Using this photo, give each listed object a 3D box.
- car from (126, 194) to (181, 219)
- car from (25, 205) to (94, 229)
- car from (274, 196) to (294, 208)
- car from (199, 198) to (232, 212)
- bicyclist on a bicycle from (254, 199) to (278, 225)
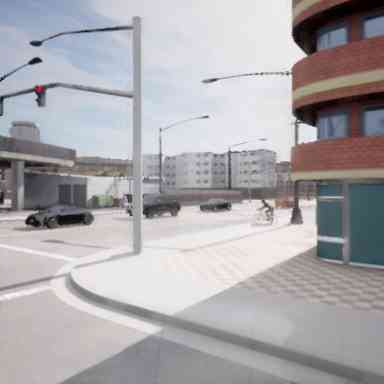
[{"bbox_3d":[-3.229,1.196,29.236,2.150,2.045,5.566,0,0,35],"label":"car"},{"bbox_3d":[-8.478,1.539,21.571,1.994,1.385,4.181,0,0,34],"label":"car"},{"bbox_3d":[13.250,1.330,46.643,2.097,1.767,4.553,0,0,35],"label":"car"},{"bbox_3d":[2.717,1.452,37.857,1.882,1.535,5.008,0,0,35],"label":"car"},{"bbox_3d":[4.760,1.292,21.474,1.656,1.620,0.582,0,0,35],"label":"bicyclist on a bicycle"}]
